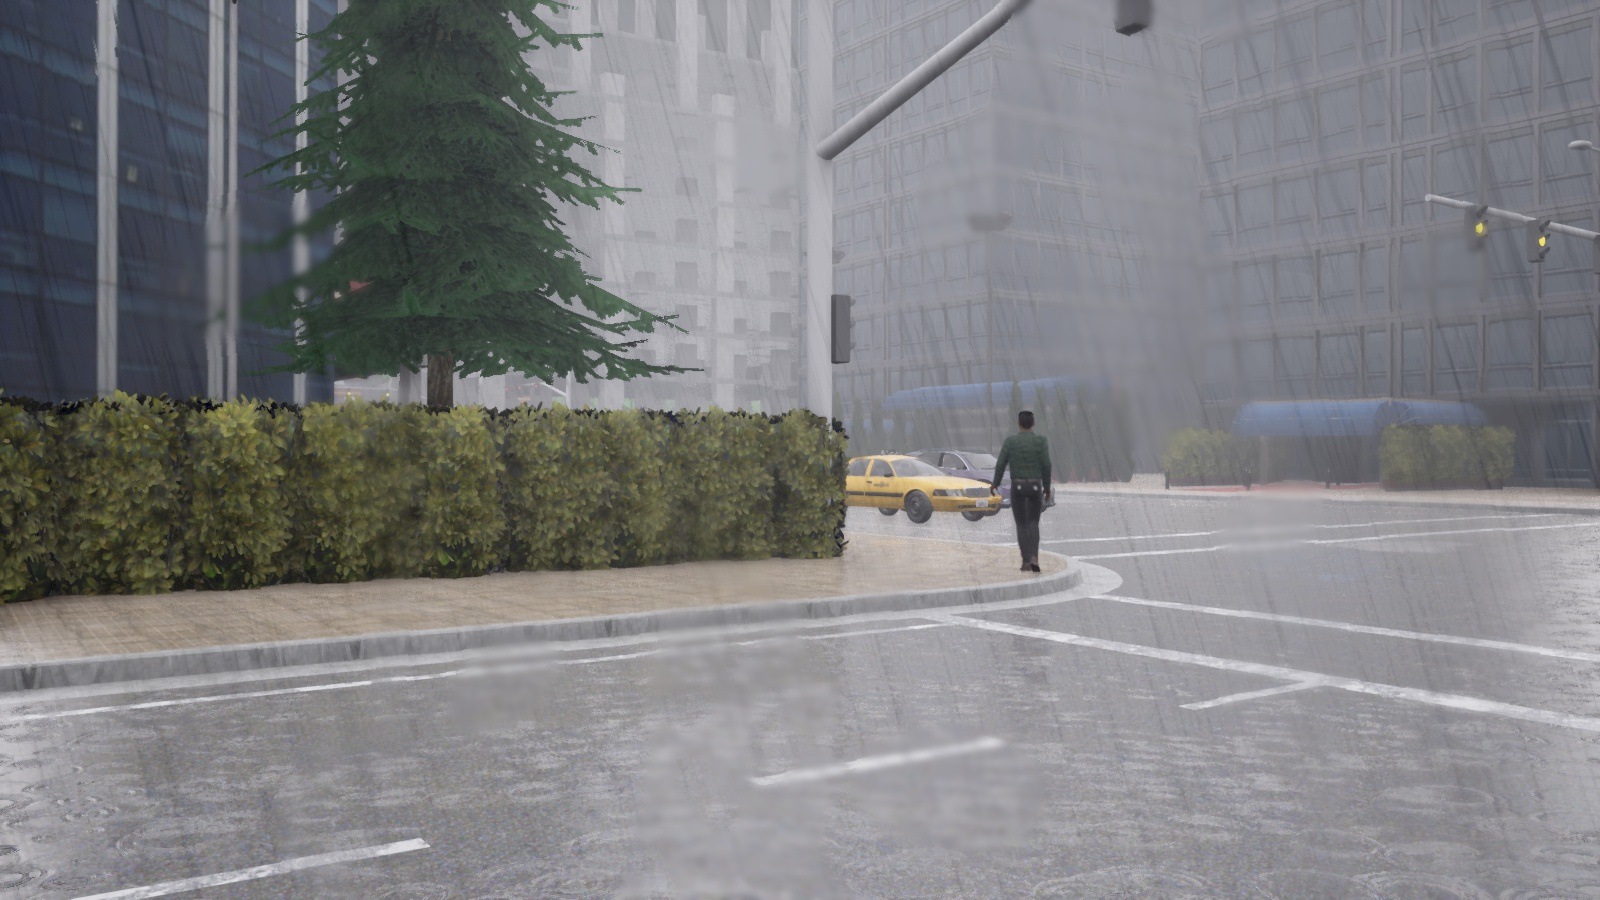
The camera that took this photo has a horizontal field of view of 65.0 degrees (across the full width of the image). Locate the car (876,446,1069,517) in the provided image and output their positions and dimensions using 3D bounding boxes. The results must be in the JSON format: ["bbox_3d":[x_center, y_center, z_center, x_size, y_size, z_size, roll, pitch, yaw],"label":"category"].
[{"bbox_3d":[4.245,0.743,31.635,2.033,1.649,4.856,0,0,-35],"label":"car"}]

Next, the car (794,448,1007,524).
[{"bbox_3d":[2.141,0.749,28.553,1.801,1.575,5.366,0,0,-35],"label":"car"}]

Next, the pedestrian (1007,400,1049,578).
[{"bbox_3d":[2.569,0.430,14.182,0.423,1.949,0.788,0,0,7],"label":"pedestrian"}]
